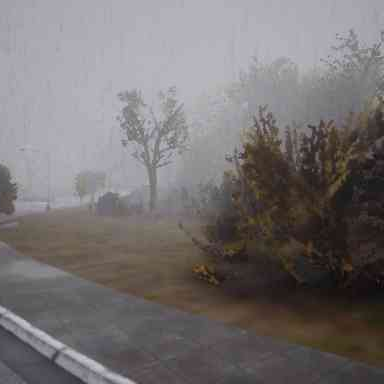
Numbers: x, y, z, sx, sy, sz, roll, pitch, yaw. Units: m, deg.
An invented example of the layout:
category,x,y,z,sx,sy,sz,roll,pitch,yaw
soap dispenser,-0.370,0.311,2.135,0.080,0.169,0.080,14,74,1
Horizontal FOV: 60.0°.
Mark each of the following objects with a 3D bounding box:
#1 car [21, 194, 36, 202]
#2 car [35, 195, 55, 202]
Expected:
category,x,y,z,sx,sy,sz,roll,pitch,yaw
car,-33.733,1.299,69.341,1.837,1.490,4.892,1,1,-1
car,-30.235,1.417,69.414,1.994,1.385,4.181,1,1,-1
